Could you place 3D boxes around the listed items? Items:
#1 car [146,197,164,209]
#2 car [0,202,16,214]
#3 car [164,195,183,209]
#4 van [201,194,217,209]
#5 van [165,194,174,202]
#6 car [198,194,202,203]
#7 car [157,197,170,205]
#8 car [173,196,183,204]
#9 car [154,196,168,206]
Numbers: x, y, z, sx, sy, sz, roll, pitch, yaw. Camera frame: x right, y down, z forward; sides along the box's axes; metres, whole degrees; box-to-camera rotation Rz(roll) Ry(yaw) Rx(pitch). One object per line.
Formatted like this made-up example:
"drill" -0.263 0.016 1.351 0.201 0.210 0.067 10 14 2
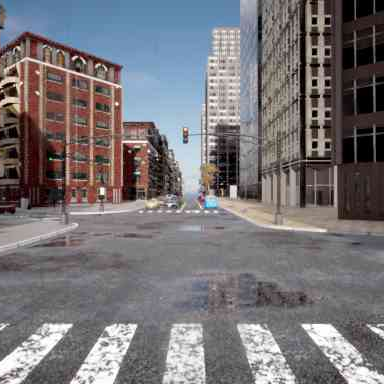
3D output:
"car" -5.311 1.570 45.621 1.752 1.417 4.829 0 0 0
"car" -21.145 1.790 36.464 4.718 1.301 1.895 -1 -1 41
"car" -2.812 1.537 45.981 2.128 1.511 4.902 0 0 2
"van" 2.570 1.386 45.791 1.690 1.788 3.998 0 0 0
"van" -5.311 1.474 79.105 1.690 1.788 3.998 0 0 0
"car" 2.569 1.645 68.001 1.887 1.381 4.507 0 0 0
"car" -5.312 1.651 62.449 1.947 1.339 4.313 0 0 0
"car" -2.774 1.621 66.435 1.812 1.442 4.674 0 0 1
"car" -5.311 1.510 56.897 1.967 1.590 4.097 0 0 0
